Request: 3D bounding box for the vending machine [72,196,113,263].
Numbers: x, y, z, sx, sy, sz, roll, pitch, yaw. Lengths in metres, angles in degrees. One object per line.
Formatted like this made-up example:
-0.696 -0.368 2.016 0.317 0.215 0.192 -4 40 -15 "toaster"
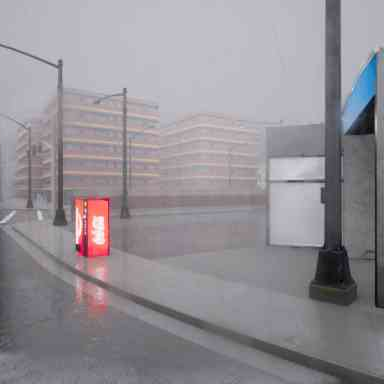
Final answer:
-3.361 1.195 11.256 1.100 2.100 0.880 0 0 -36 "vending machine"
